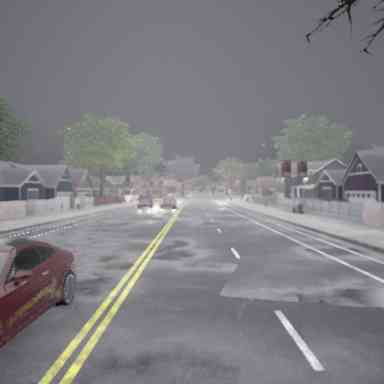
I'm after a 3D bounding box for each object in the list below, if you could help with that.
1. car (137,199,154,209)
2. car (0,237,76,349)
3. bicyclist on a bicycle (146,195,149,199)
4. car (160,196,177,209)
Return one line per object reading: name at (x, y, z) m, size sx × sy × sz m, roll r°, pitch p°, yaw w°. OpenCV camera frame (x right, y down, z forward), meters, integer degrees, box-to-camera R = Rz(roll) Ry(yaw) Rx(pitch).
car at (-6.528, 1.666, 46.998) m, size 1.994 × 1.385 × 4.181 m, roll 0°, pitch 0°, yaw 1°
car at (-3.351, 1.543, 5.377) m, size 1.812 × 1.442 × 4.674 m, roll 0°, pitch 0°, yaw 0°
bicyclist on a bicycle at (-8.354, 1.467, 61.591) m, size 0.659 × 1.776 × 1.843 m, roll 0°, pitch 0°, yaw 2°
car at (-3.283, 1.454, 46.802) m, size 2.097 × 1.767 × 4.553 m, roll 0°, pitch 0°, yaw 1°
